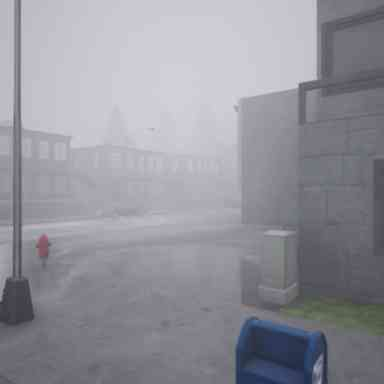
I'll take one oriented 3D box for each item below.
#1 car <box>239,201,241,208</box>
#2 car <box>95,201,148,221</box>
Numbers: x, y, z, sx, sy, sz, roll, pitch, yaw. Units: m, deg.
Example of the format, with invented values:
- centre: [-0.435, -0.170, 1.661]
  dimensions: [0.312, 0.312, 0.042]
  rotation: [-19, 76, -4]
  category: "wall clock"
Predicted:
- centre: [8.350, 1.482, 47.129]
  dimensions: [2.128, 1.511, 4.902]
  rotation: [0, 0, 36]
  category: "car"
- centre: [-5.743, 1.479, 27.507]
  dimensions: [2.128, 1.511, 4.902]
  rotation: [0, 0, 36]
  category: "car"
